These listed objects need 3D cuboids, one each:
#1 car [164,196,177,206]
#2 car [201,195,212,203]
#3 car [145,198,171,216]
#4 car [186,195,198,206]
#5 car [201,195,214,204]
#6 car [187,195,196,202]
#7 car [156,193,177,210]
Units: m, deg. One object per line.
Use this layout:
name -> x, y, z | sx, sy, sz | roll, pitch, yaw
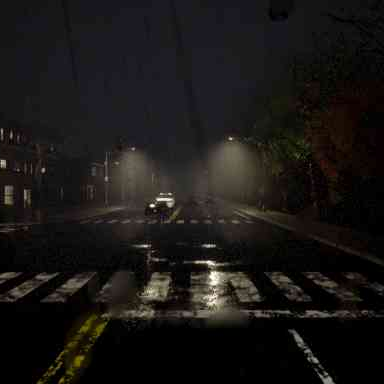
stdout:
car -> -3.448, 1.485, 53.619 | 1.837, 1.490, 4.892 | 0, 0, 0
car -> 3.082, 1.494, 73.250 | 2.128, 1.511, 4.902 | 0, 0, 0
car -> -3.414, 1.554, 32.750 | 1.994, 1.385, 4.181 | 0, 0, 0
car -> -0.036, 1.526, 56.151 | 2.033, 1.411, 5.357 | 0, 0, 0
car -> 3.208, 1.577, 63.245 | 1.895, 1.301, 4.718 | 0, 0, 0
car -> -0.168, 1.470, 73.297 | 1.837, 1.490, 4.892 | 0, 0, 0
car -> -3.431, 1.207, 43.151 | 2.150, 2.045, 5.566 | 0, 0, 0
